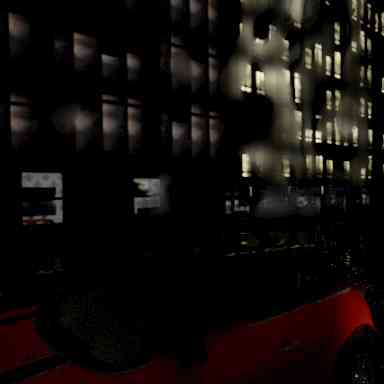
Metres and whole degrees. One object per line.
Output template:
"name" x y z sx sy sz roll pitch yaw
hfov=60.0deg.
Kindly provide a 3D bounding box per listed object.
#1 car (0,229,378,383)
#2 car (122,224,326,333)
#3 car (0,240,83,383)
"car" -0.227 1.341 3.215 4.553 1.767 2.097 0 0 -35
"car" 0.829 1.550 7.159 4.206 1.307 1.802 0 0 -35
"car" -3.800 1.557 3.860 4.403 1.369 2.008 0 0 -35
